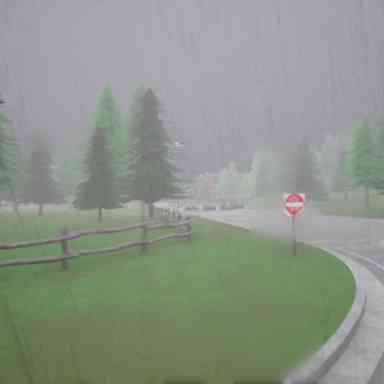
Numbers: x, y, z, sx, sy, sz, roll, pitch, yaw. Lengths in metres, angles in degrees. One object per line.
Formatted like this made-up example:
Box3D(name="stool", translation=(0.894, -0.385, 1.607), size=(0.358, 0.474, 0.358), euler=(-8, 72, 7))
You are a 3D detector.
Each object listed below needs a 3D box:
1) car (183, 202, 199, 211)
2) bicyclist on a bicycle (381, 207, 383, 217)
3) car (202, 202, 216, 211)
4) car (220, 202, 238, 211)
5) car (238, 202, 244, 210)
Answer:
Box3D(name="car", translation=(0.009, 3.156, 65.957), size=(1.895, 1.301, 4.718), euler=(-1, -1, -9))
Box3D(name="bicyclist on a bicycle", translation=(20.006, 1.783, 33.887), size=(1.656, 1.620, 0.582), euler=(-1, -1, -9))
Box3D(name="car", translation=(3.467, 3.113, 66.471), size=(1.895, 1.301, 4.718), euler=(-1, -1, -9))
Box3D(name="car", translation=(6.927, 2.968, 66.994), size=(2.128, 1.511, 4.902), euler=(-1, -1, -9))
Box3D(name="car", translation=(9.687, 2.892, 71.786), size=(2.097, 1.767, 4.553), euler=(-1, -1, -9))
